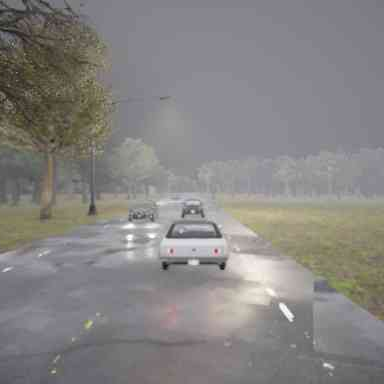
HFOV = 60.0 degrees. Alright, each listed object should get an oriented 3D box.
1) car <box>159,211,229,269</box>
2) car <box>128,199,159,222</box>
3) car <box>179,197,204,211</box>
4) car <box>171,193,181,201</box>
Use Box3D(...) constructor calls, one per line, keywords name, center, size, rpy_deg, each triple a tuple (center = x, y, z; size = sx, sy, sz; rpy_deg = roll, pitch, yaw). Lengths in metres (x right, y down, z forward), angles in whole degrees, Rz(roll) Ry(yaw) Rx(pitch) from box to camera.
Box3D(name="car", center=(0.065, 1.546, 10.932), size=(1.895, 1.301, 4.718), rpy_deg=(0, 0, 0))
Box3D(name="car", center=(-3.495, 1.339, 24.630), size=(1.837, 1.490, 4.892), rpy_deg=(0, 0, 0))
Box3D(name="car", center=(0.081, 1.306, 28.433), size=(1.812, 1.442, 4.674), rpy_deg=(0, 1, 0))
Box3D(name="car", center=(-3.499, 1.096, 73.595), size=(2.097, 1.767, 4.553), rpy_deg=(0, 0, 0))
